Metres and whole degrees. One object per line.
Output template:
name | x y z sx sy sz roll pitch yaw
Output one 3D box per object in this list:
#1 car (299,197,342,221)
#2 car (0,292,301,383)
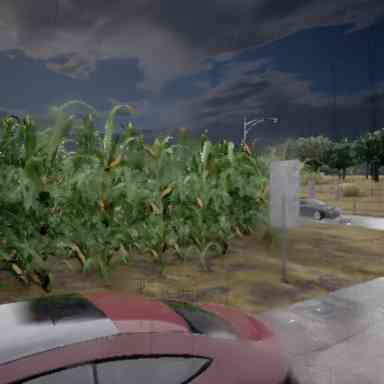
car | 8.507 1.199 24.507 1.837 1.490 4.892 -1 2 -34
car | -1.246 1.527 2.060 4.674 1.442 1.812 0 0 -36
